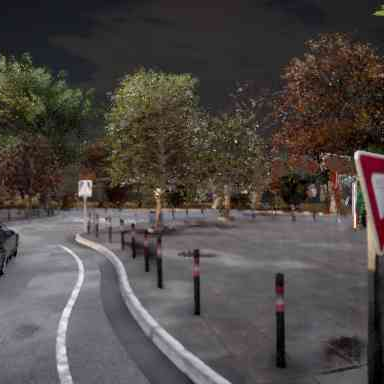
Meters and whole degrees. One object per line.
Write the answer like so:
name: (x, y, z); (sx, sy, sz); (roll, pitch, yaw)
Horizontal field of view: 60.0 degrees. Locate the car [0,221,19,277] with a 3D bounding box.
car: (-6.348, 1.552, 9.829); (2.033, 1.411, 5.357); (0, 0, -22)
